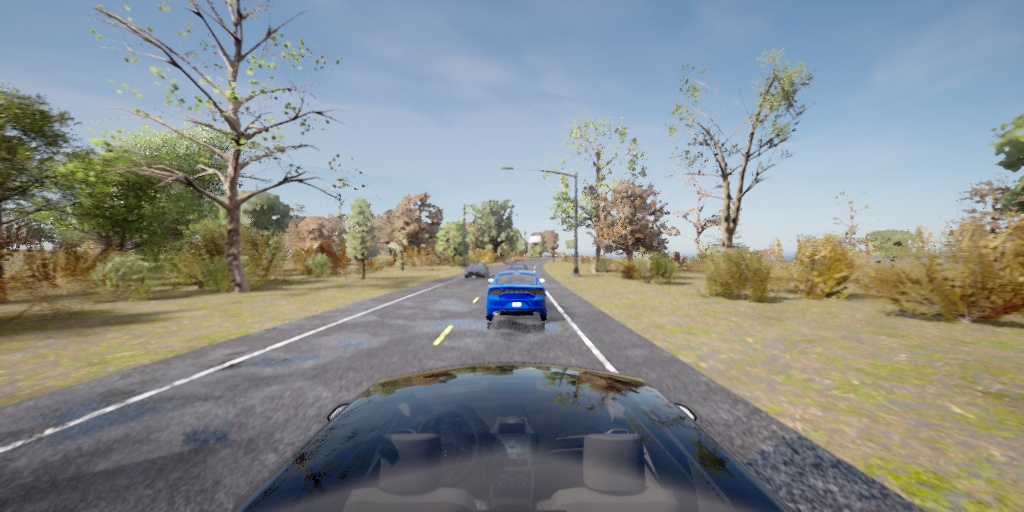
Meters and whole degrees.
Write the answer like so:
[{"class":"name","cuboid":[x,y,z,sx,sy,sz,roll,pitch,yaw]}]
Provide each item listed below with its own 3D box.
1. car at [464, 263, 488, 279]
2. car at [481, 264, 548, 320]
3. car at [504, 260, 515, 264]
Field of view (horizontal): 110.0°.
[{"class":"car","cuboid":[-3.079,1.313,32.454,2.033,1.411,5.357,0,0,2]},{"class":"car","cuboid":[0.164,1.234,12.742,1.882,1.535,5.008,0,0,1]},{"class":"car","cuboid":[0.573,1.328,30.902,1.994,1.385,4.181,0,0,2]}]
